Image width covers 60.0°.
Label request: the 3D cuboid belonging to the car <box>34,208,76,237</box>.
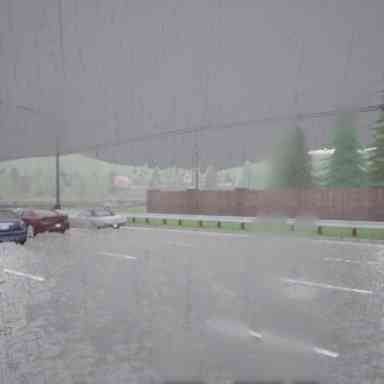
[{"bbox_3d":[-9.122,1.660,19.099,5.008,1.535,1.882,-1,0,36],"label":"car"}]

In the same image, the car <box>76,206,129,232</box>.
[{"bbox_3d":[-6.456,1.775,21.496,4.718,1.301,1.895,-1,0,36],"label":"car"}]

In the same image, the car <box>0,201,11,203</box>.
[{"bbox_3d":[-26.207,1.999,45.113,4.674,1.442,1.812,-1,0,-8],"label":"car"}]

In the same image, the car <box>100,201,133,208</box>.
[{"bbox_3d":[-11.424,1.979,50.063,4.718,1.301,1.895,0,0,-28],"label":"car"}]

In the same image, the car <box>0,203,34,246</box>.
[{"bbox_3d":[-9.511,1.515,15.076,4.553,1.767,2.097,-1,0,36],"label":"car"}]
